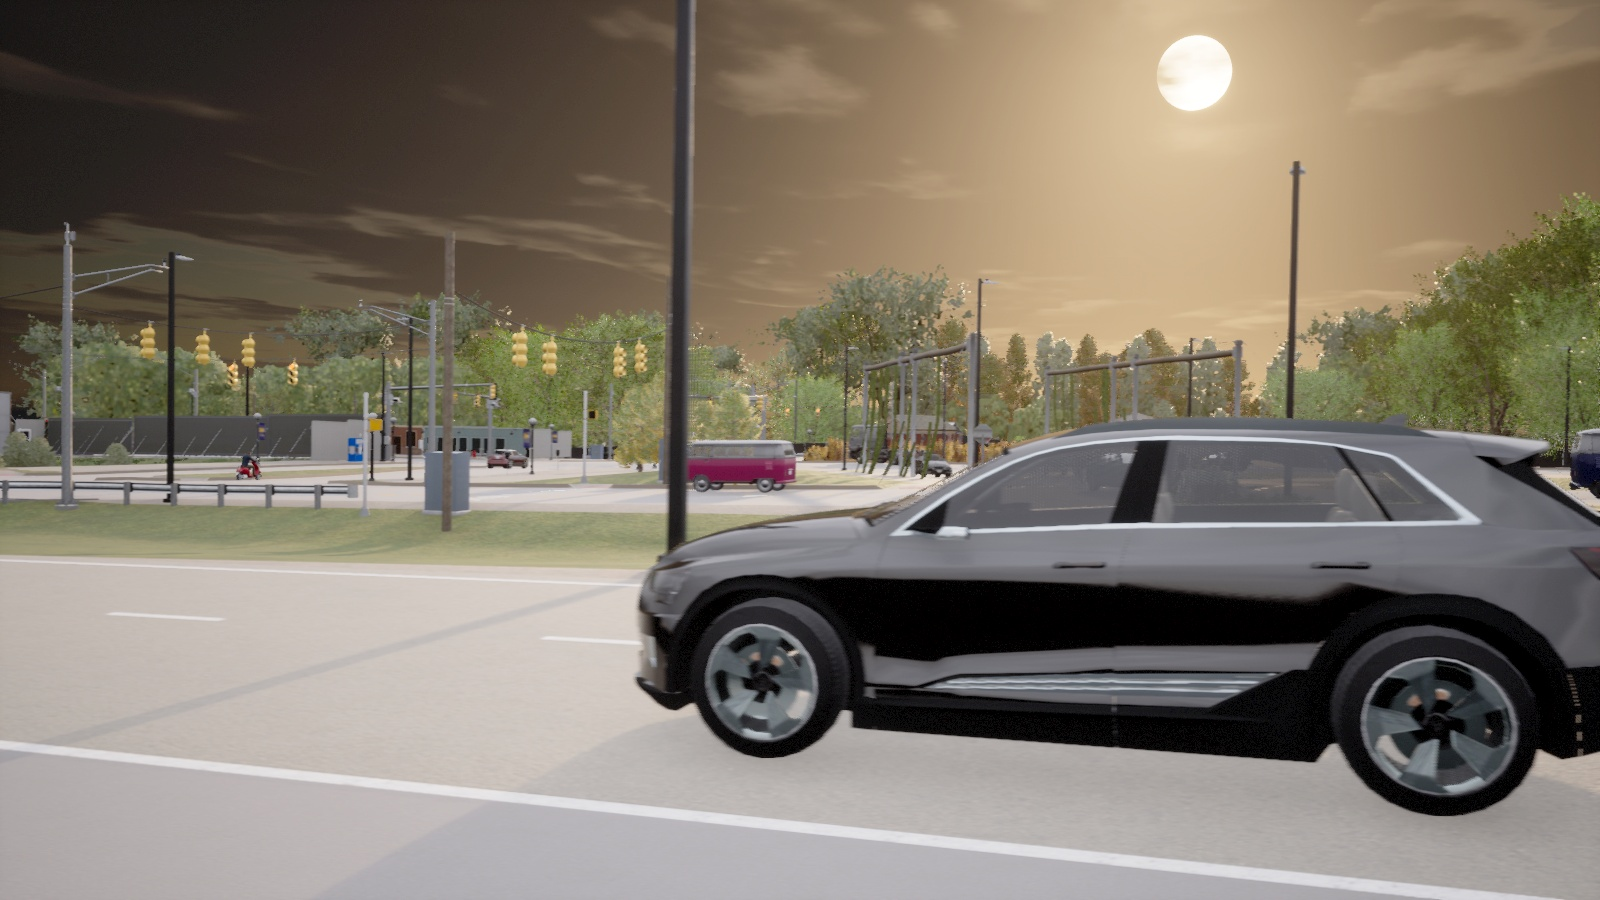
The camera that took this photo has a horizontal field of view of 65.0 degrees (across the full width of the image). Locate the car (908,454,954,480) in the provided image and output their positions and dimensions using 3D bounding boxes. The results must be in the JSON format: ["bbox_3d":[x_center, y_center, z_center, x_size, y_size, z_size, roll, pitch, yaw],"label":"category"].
[{"bbox_3d":[7.944,1.037,76.397,1.816,1.474,4.193,1,0,-7],"label":"car"}]

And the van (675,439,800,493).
[{"bbox_3d":[-2.376,0.586,48.147,4.442,1.987,1.775,0,1,18],"label":"van"}]

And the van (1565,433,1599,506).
[{"bbox_3d":[23.557,0.527,34.228,4.442,1.987,1.775,-1,-1,25],"label":"van"}]

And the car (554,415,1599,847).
[{"bbox_3d":[1.407,0.658,6.411,4.856,1.649,2.033,1,1,19],"label":"car"}]

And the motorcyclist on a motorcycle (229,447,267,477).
[{"bbox_3d":[-30.111,0.656,68.566,0.866,1.590,1.817,0,-1,20],"label":"motorcyclist on a motorcycle"}]
